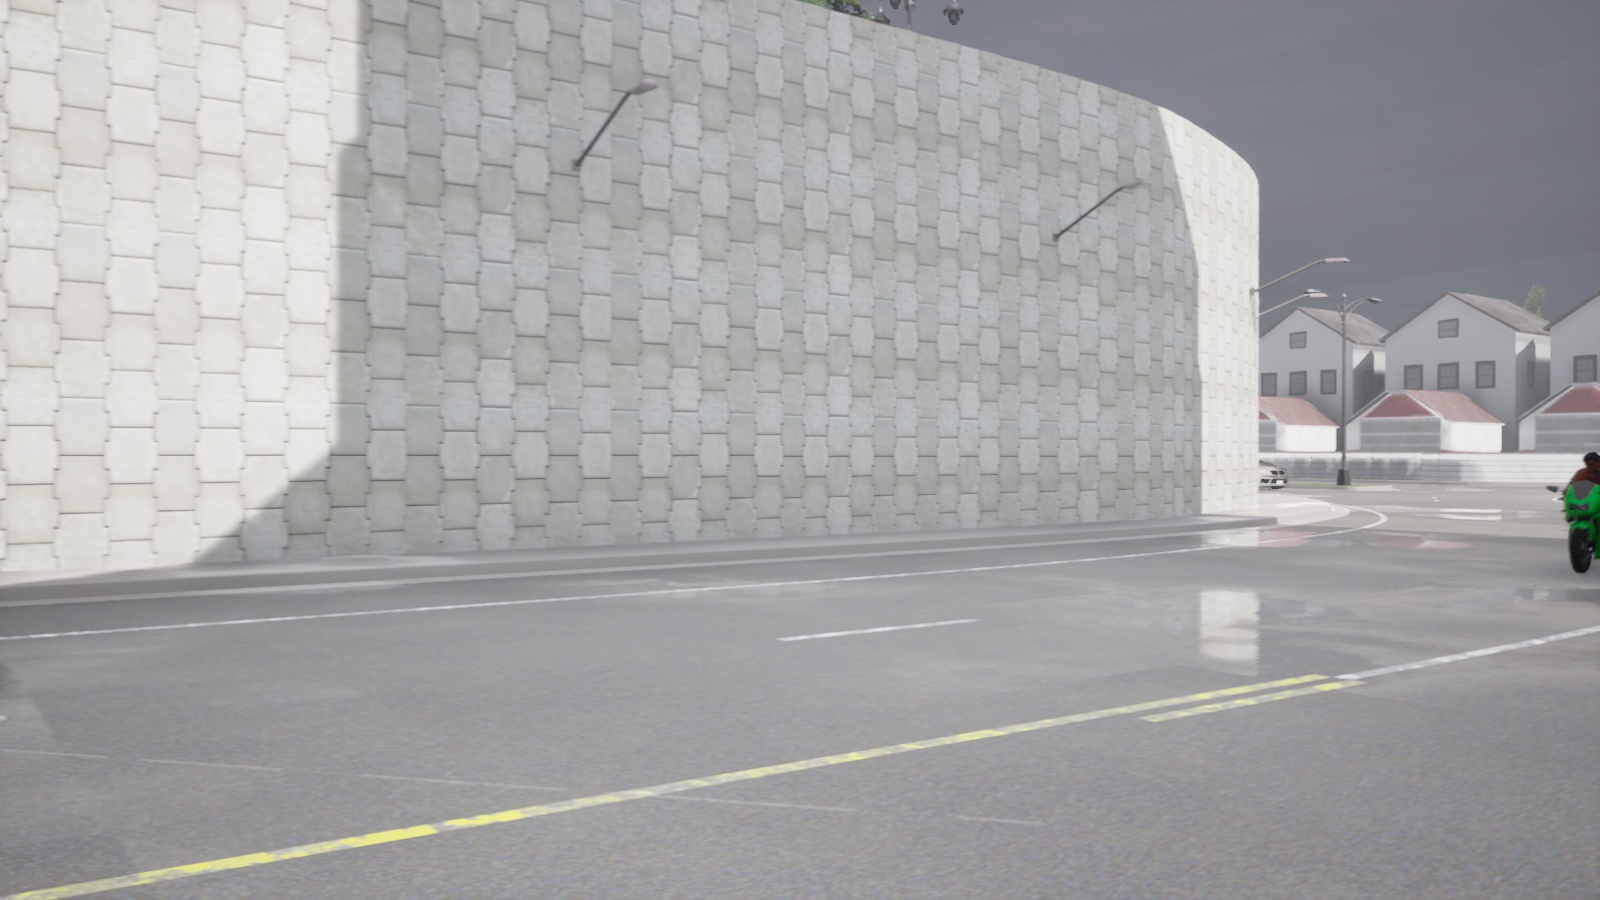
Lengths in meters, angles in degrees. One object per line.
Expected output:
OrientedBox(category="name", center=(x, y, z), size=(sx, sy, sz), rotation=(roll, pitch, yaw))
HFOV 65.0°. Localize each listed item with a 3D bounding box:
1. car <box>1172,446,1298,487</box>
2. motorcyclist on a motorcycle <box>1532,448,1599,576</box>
OrientedBox(category="car", center=(18.255, 0.672, 52.895), size=(2.242, 1.667, 4.611), rotation=(0, 0, -34))
OrientedBox(category="motorcyclist on a motorcycle", center=(10.035, 0.742, 15.934), size=(0.797, 1.523, 2.044), rotation=(-1, -1, 45))
